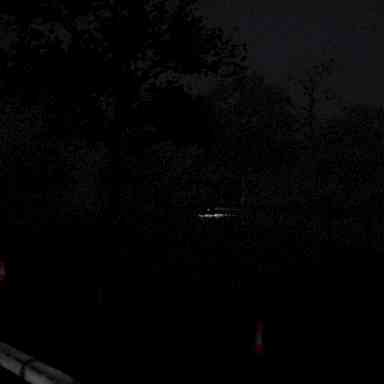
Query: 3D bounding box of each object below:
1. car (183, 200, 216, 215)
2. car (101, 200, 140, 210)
[{"bbox_3d":[0.695,1.518,33.479,1.994,1.385,4.181,0,0,-26],"label":"car"},{"bbox_3d":[-8.979,1.646,42.176,4.718,1.301,1.895,-1,0,-1],"label":"car"}]
